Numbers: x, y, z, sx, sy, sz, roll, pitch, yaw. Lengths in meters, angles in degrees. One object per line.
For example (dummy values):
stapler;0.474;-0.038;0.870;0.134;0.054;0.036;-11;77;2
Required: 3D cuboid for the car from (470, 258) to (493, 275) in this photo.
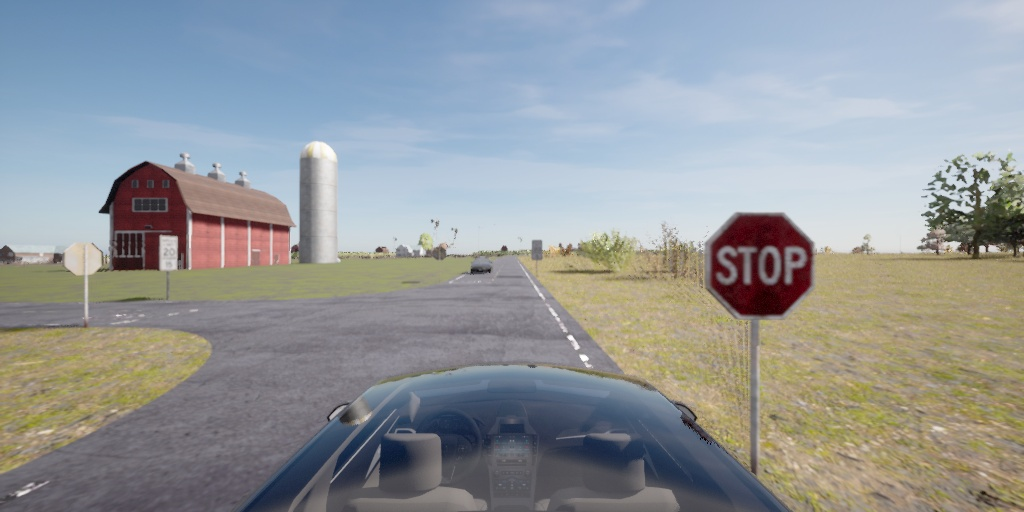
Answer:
car;-2.765;0.900;33.615;1.882;1.535;5.008;0;1;0
